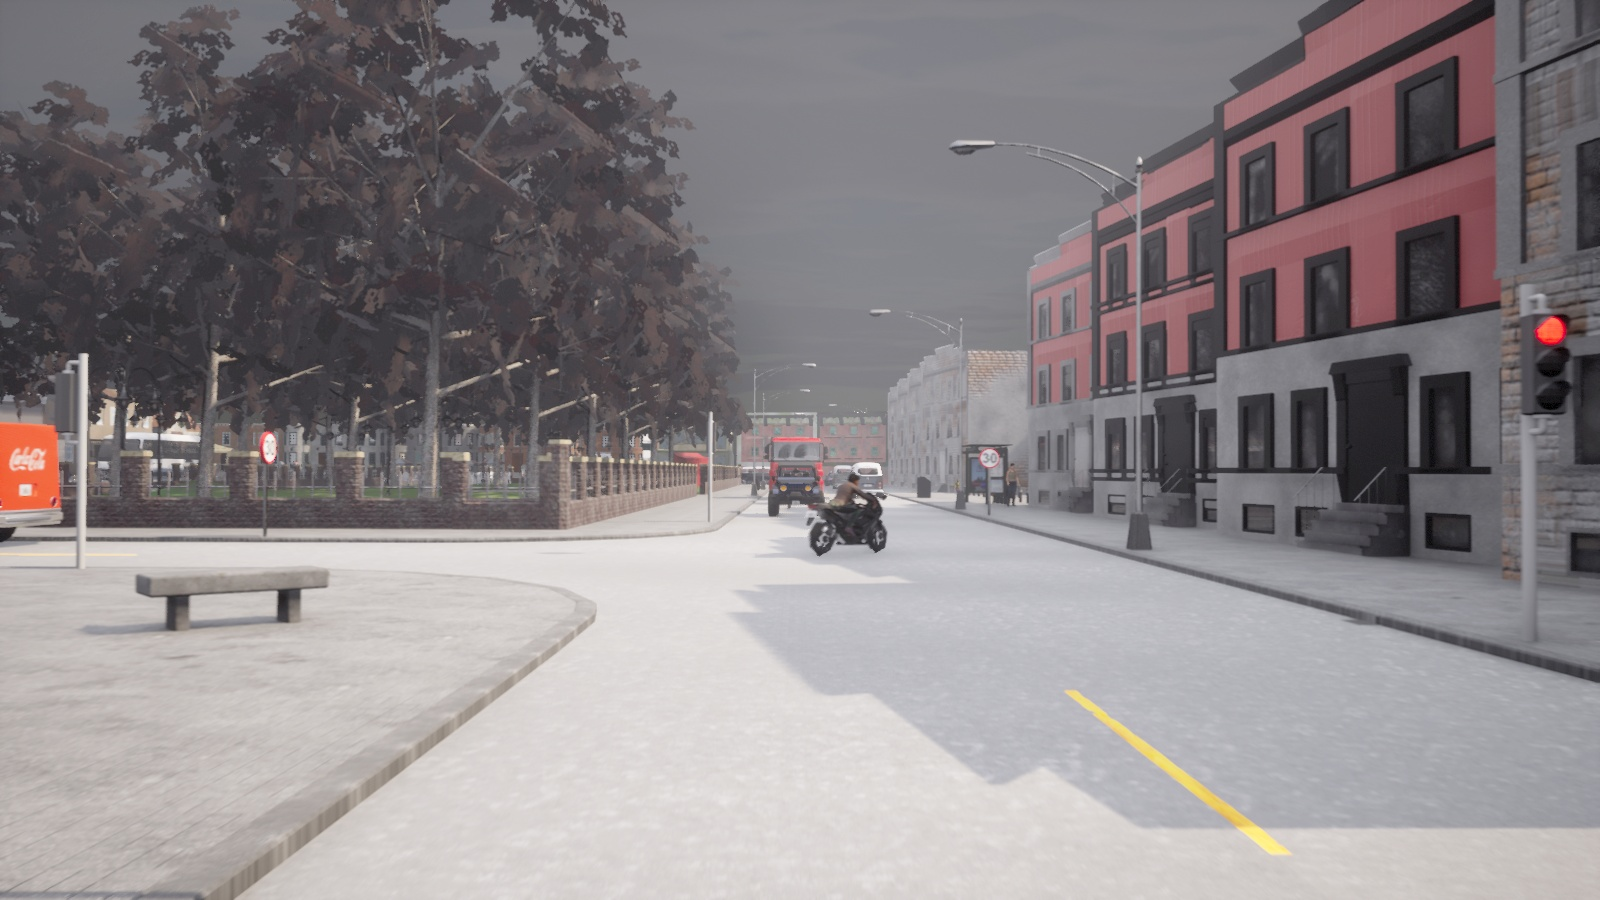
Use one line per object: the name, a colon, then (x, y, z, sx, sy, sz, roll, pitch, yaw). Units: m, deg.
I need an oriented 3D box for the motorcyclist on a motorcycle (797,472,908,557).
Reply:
motorcyclist on a motorcycle: (1.003, 1.187, 23.526, 2.044, 1.523, 0.797, 1, -3, -41)

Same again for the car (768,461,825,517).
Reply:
car: (-0.116, 1.349, 44.078, 1.905, 1.878, 3.866, 0, -1, 0)

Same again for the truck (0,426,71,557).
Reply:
truck: (-17.725, 0.813, 24.720, 5.204, 2.467, 2.627, 0, -1, -1)

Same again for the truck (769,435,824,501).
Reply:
truck: (-0.205, 1.012, 70.370, 2.891, 3.462, 7.936, 0, -1, 0)

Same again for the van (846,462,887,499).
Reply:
van: (3.792, 1.734, 72.358, 2.069, 2.038, 4.480, 0, -1, 0)

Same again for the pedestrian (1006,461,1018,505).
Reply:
pedestrian: (8.904, 1.371, 52.727, 0.345, 1.836, 0.594, 0, -1, -3)
